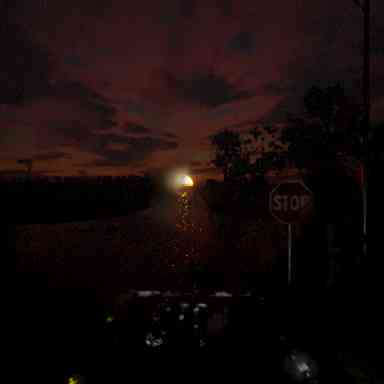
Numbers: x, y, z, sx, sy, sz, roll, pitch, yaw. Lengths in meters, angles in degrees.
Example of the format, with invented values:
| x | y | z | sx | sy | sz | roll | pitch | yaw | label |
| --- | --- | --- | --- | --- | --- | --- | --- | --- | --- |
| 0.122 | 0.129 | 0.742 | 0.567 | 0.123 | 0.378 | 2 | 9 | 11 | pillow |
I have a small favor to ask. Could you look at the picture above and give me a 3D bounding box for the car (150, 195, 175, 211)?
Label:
| x | y | z | sx | sy | sz | roll | pitch | yaw | label |
| --- | --- | --- | --- | --- | --- | --- | --- | --- | --- |
| -2.755 | 0.993 | 31.688 | 1.812 | 1.442 | 4.674 | 0 | 2 | 0 | car |
